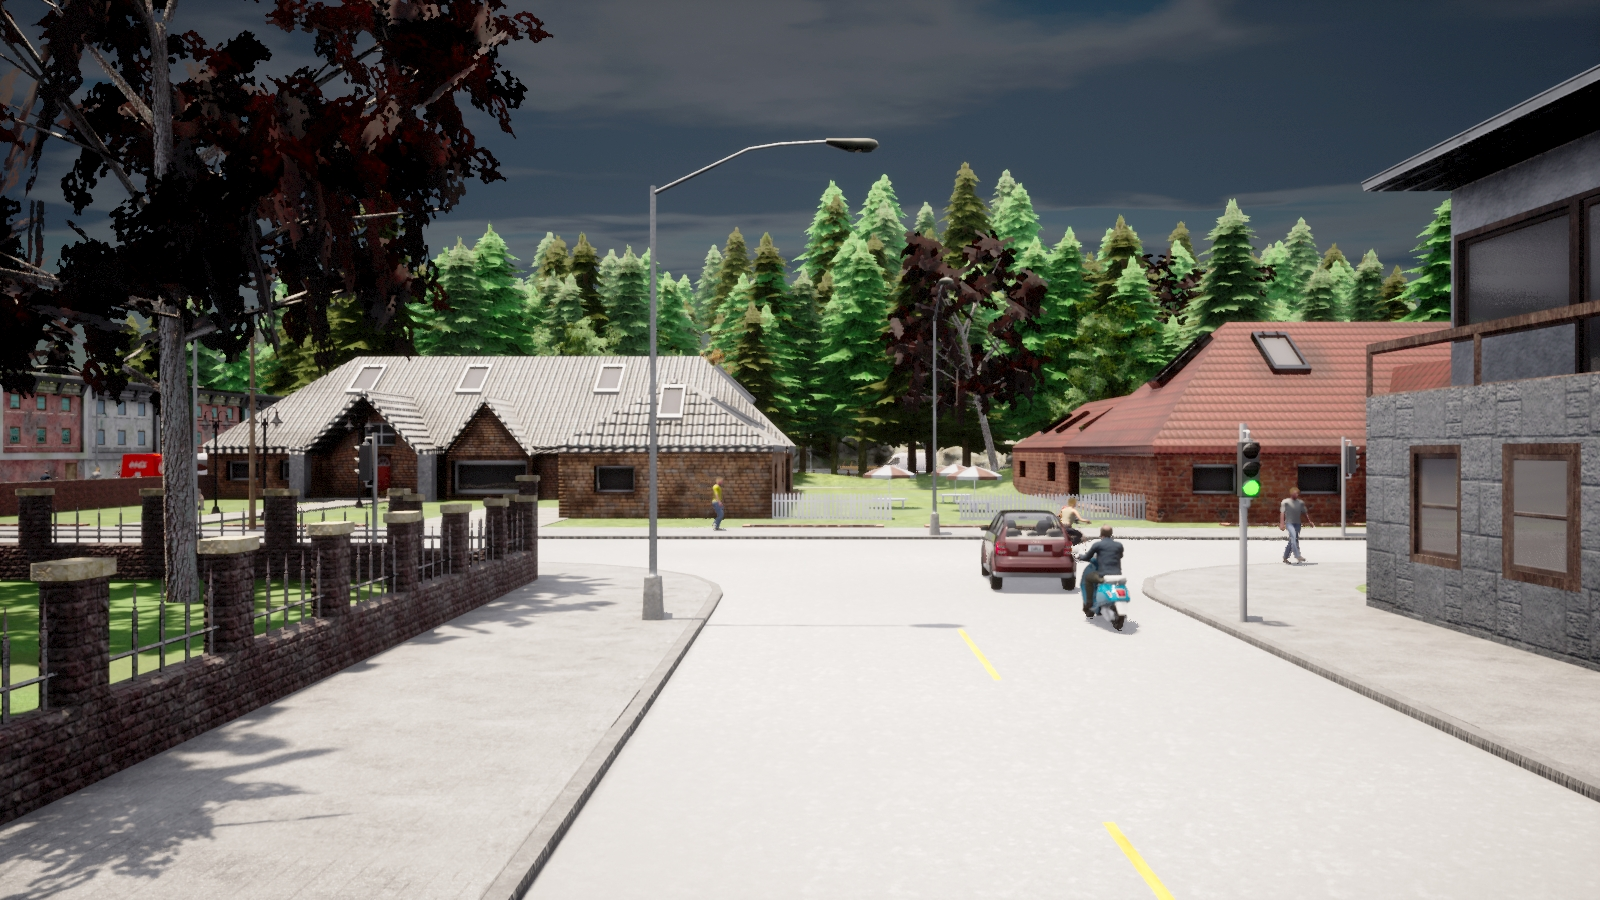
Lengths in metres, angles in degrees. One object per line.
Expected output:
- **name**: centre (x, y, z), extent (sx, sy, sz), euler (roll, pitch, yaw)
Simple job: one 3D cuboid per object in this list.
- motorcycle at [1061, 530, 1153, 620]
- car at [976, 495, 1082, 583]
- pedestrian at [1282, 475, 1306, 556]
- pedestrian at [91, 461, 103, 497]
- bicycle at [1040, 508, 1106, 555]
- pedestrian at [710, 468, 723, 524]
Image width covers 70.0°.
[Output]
- **motorcycle**: centre (4.876, 1.962, 18.280), extent (0.856, 1.236, 1.805), euler (0, 0, -5)
- **car**: centre (4.754, 1.806, 24.129), extent (1.789, 1.549, 3.705), euler (0, 0, 5)
- **pedestrian**: centre (11.523, 1.518, 26.670), extent (0.375, 1.860, 0.375), euler (0, 0, -8)
- **pedestrian**: centre (-37.093, 1.524, 60.307), extent (0.375, 1.860, 0.375), euler (0, 0, 5)
- **bicycle**: centre (6.856, 2.037, 28.695), extent (1.487, 1.080, 0.859), euler (1, 0, -38)
- **pedestrian**: centre (-2.775, 1.524, 38.000), extent (0.375, 1.860, 0.375), euler (0, 0, 2)
